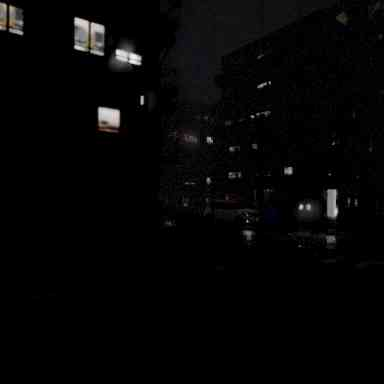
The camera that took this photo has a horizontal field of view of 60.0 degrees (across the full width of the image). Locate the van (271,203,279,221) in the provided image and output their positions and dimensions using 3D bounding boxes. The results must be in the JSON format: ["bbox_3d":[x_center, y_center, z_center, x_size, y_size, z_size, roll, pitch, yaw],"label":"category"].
[{"bbox_3d":[6.451,1.921,32.092,1.690,1.788,3.998,0,-1,-36],"label":"van"}]

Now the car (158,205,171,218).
[{"bbox_3d":[-2.659,2.100,34.731,1.882,1.535,5.008,1,-1,-36],"label":"car"}]

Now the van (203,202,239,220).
[{"bbox_3d":[3.134,1.994,36.607,1.690,1.788,3.998,0,-1,-36],"label":"van"}]

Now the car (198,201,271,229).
[{"bbox_3d":[3.273,1.713,26.661,2.150,2.045,5.566,1,-1,-36],"label":"car"}]

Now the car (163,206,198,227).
[{"bbox_3d":[-0.291,2.082,27.172,1.802,1.307,4.206,0,-1,-36],"label":"car"}]
